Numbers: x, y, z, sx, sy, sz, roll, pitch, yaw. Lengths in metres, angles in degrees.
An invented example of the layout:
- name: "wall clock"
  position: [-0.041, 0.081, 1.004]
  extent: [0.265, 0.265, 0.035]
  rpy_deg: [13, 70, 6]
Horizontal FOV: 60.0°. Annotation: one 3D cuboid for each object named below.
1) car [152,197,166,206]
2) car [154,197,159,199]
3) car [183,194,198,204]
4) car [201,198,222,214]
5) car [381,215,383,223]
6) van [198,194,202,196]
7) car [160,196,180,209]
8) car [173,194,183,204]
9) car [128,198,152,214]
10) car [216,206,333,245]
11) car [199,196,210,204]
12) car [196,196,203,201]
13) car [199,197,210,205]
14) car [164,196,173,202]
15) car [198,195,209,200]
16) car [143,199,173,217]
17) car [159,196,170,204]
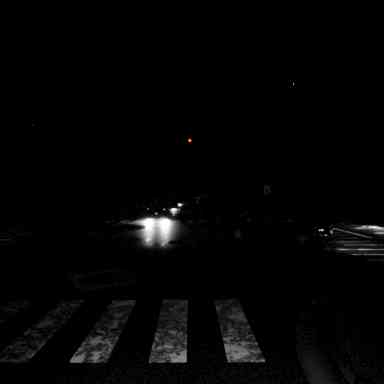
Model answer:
- name: "car"
  position: [-5.655, 1.634, 58.249]
  extent: [2.008, 1.369, 4.403]
  rpy_deg: [0, 0, 0]
- name: "car"
  position: [-5.677, 1.489, 41.717]
  extent: [1.967, 1.590, 4.097]
  rpy_deg: [0, 0, 0]
- name: "car"
  position: [-0.259, 1.661, 63.761]
  extent: [1.994, 1.385, 4.181]
  rpy_deg: [0, 0, 0]
- name: "car"
  position: [2.340, 1.606, 36.194]
  extent: [1.947, 1.339, 4.313]
  rpy_deg: [0, 0, 0]
- name: "car"
  position: [14.185, 1.511, 20.715]
  extent: [4.181, 1.385, 1.994]
  rpy_deg: [0, 0, 0]
- name: "van"
  position: [2.370, 1.424, 58.238]
  extent: [1.690, 1.788, 3.998]
  rpy_deg: [0, 0, 0]
- name: "car"
  position: [-3.130, 1.622, 47.339]
  extent: [1.994, 1.385, 4.181]
  rpy_deg: [0, 0, 0]
- name: "car"
  position: [-3.009, 1.673, 67.568]
  extent: [1.994, 1.385, 4.181]
  rpy_deg: [0, 0, 0]
- name: "car"
  position: [-5.685, 1.480, 36.206]
  extent: [1.967, 1.590, 4.097]
  rpy_deg: [0, 0, 0]
- name: "car"
  position: [3.845, 1.490, 15.366]
  extent: [4.892, 1.490, 1.837]
  rpy_deg: [-1, 1, 33]
- name: "car"
  position: [2.355, 1.641, 47.217]
  extent: [1.802, 1.307, 4.206]
  rpy_deg: [0, 0, 0]
- name: "car"
  position: [2.003, 1.698, 90.163]
  extent: [1.812, 1.442, 4.674]
  rpy_deg: [0, 0, 0]
- name: "car"
  position: [2.377, 1.647, 63.749]
  extent: [2.008, 1.369, 4.403]
  rpy_deg: [0, 0, 0]
- name: "car"
  position: [-5.625, 1.694, 80.292]
  extent: [2.008, 1.369, 4.403]
  rpy_deg: [0, 0, 0]
- name: "car"
  position: [2.362, 1.637, 52.728]
  extent: [1.947, 1.339, 4.313]
  rpy_deg: [0, 0, 0]
- name: "car"
  position: [-3.172, 1.634, 32.087]
  extent: [1.895, 1.301, 4.718]
  rpy_deg: [0, 0, 1]
- name: "car"
  position: [-5.640, 1.552, 69.271]
  extent: [1.967, 1.590, 4.097]
  rpy_deg: [0, 0, 0]
